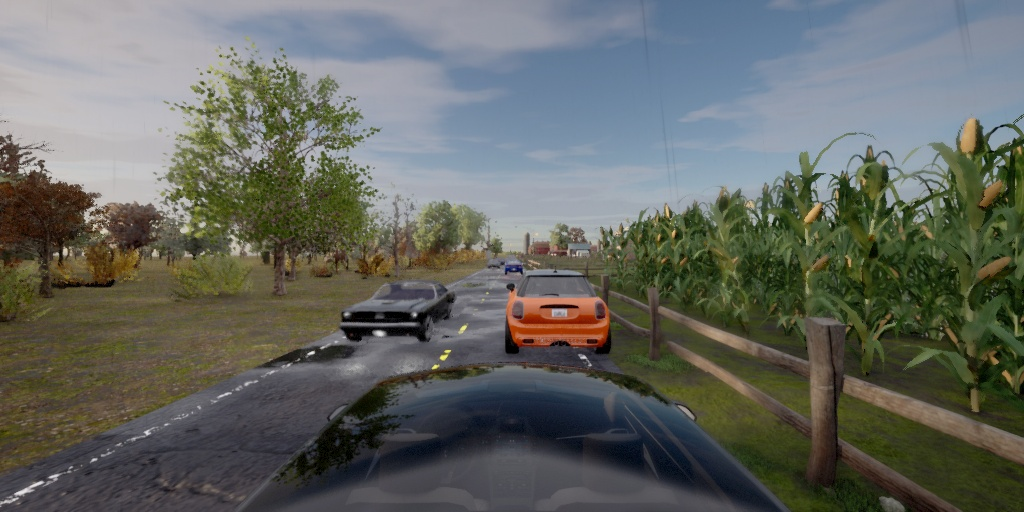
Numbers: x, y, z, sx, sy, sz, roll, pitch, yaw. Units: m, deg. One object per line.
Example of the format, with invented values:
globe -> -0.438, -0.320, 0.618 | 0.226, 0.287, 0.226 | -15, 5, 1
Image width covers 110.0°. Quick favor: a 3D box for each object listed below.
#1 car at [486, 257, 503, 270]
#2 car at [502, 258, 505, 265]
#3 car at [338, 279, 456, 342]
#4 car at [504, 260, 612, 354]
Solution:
car -> -2.675, 1.210, 52.297 | 1.837, 1.490, 4.892 | 0, 0, 0
car -> 0.212, 1.204, 38.986 | 1.882, 1.535, 5.008 | 0, 0, 1
car -> -2.818, 1.350, 9.860 | 1.895, 1.301, 4.718 | 0, 0, 0
car -> 0.931, 1.100, 8.921 | 2.097, 1.767, 4.553 | 0, 0, 1
